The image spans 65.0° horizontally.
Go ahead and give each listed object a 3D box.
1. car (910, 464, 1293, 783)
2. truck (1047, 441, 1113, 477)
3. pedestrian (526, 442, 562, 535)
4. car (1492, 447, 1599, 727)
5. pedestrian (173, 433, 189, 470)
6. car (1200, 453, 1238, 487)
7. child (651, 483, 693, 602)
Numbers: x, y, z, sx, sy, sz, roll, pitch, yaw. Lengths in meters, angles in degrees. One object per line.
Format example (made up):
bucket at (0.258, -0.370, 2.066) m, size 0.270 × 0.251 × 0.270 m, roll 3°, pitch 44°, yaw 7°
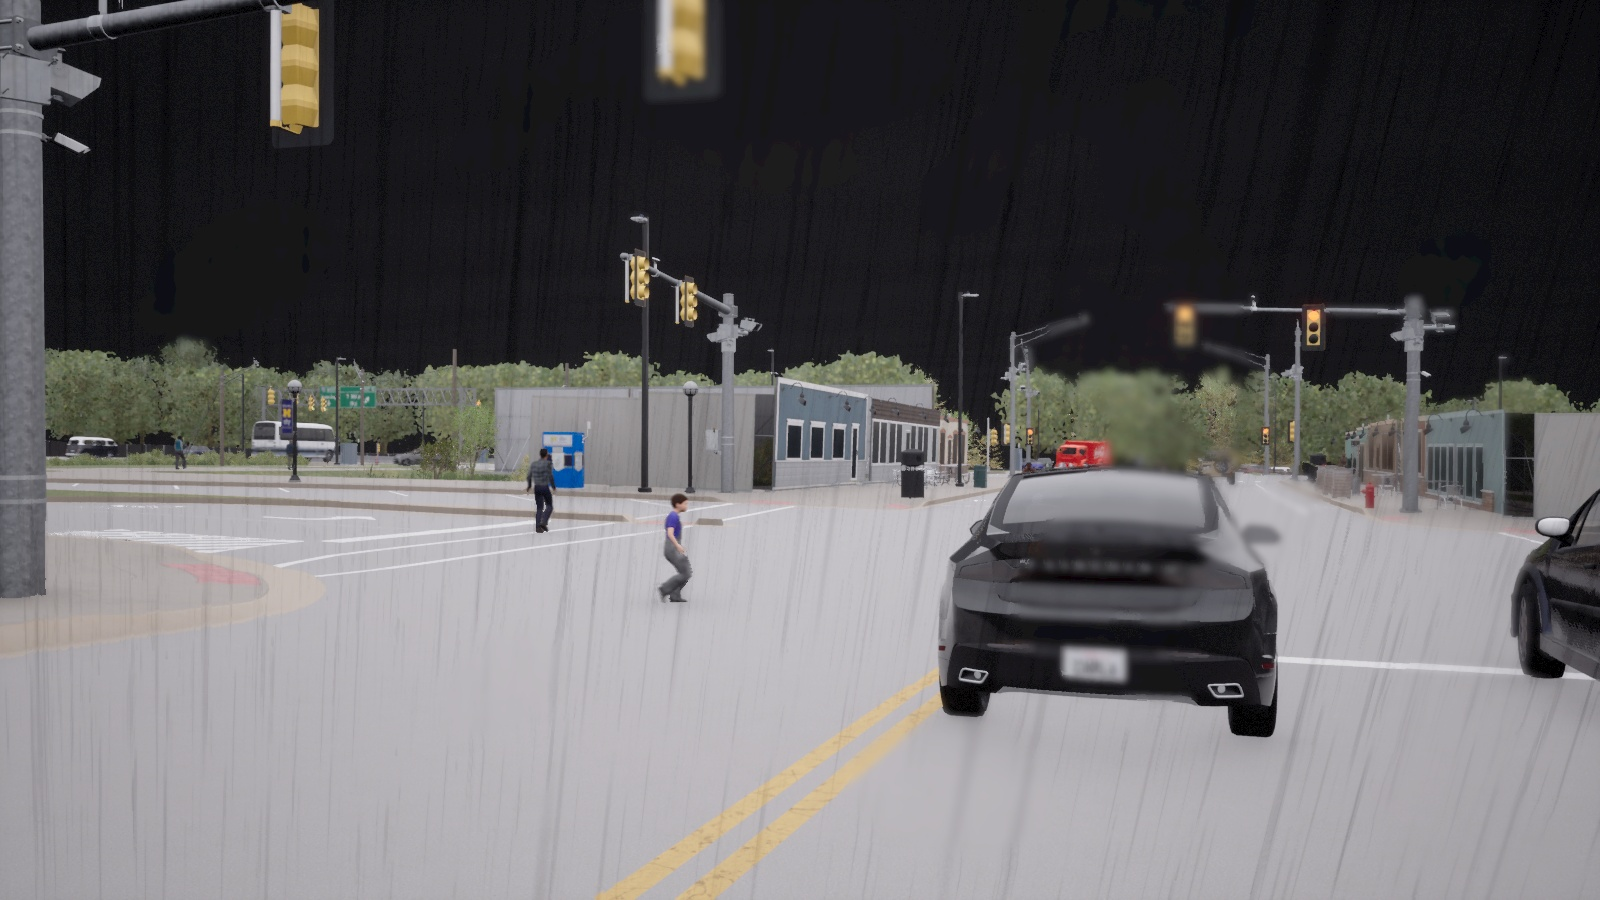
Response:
car at (2.155, 0.886, 8.577) m, size 1.837 × 1.490 × 4.892 m, roll 1°, pitch -1°, yaw 17°
truck at (20.676, 0.601, 92.547) m, size 2.627 × 2.467 × 5.204 m, roll 3°, pitch 2°, yaw 38°
pedestrian at (-5.441, 0.807, 26.685) m, size 0.423 × 1.949 × 0.788 m, roll 1°, pitch 1°, yaw 16°
car at (5.806, 0.822, 7.885) m, size 1.851 × 1.617 × 3.988 m, roll 1°, pitch -1°, yaw 18°
pedestrian at (-33.197, 0.081, 67.318) m, size 0.396 × 1.930 × 0.692 m, roll 1°, pitch 1°, yaw 17°
car at (23.680, 1.096, 71.104) m, size 1.932 × 1.855 × 4.605 m, roll 1°, pitch 0°, yaw 17°
child at (-1.382, 0.996, 13.596) m, size 0.437 × 1.263 × 0.270 m, roll 0°, pitch 1°, yaw -3°
